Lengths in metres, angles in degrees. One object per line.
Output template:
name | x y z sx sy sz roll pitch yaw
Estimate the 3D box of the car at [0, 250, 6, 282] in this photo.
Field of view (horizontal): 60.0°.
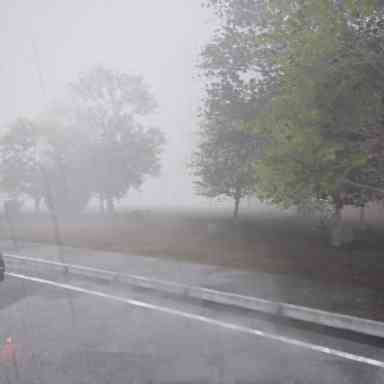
car | -6.248 1.519 7.755 4.674 1.442 1.812 0 0 31
